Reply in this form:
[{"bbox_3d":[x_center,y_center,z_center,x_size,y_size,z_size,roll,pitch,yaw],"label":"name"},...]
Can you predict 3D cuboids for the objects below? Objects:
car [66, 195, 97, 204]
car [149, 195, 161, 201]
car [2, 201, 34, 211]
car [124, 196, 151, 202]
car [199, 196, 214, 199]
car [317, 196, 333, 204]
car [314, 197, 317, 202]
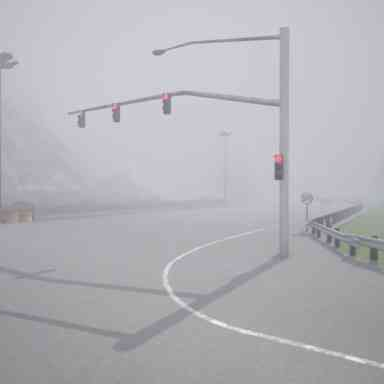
[{"bbox_3d":[-16.387,1.262,49.584,2.097,1.767,4.553,0,0,32],"label":"car"},{"bbox_3d":[-7.916,1.391,63.685,1.882,1.535,5.008,0,0,26],"label":"car"},{"bbox_3d":[-16.218,1.495,30.288,1.994,1.385,4.181,0,0,33],"label":"car"},{"bbox_3d":[-7.908,1.536,43.336,1.895,1.301,4.718,0,0,32],"label":"car"},{"bbox_3d":[2.519,1.429,61.352,2.128,1.511,4.902,0,0,24],"label":"car"},{"bbox_3d":[25.604,1.547,63.310,1.994,1.385,4.181,0,0,16],"label":"car"},{"bbox_3d":[28.159,1.518,72.898,2.033,1.411,5.357,0,0,7],"label":"car"}]
